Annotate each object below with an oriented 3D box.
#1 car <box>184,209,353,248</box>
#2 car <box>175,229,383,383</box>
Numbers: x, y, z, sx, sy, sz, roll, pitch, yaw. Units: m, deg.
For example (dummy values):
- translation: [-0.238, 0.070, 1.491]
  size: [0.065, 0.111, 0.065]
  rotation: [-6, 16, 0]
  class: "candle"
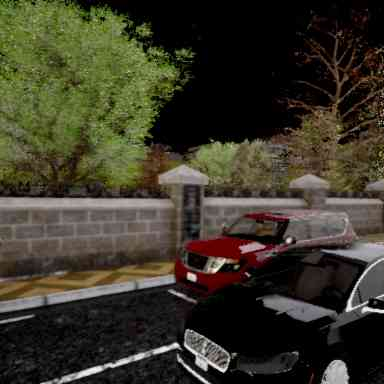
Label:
- translation: [2.050, 1.383, 8.009]
  size: [5.009, 1.841, 2.192]
  rotation: [1, 0, -35]
  class: "car"
- translation: [2.077, 1.553, 4.860]
  size: [4.892, 1.490, 1.837]
  rotation: [1, 0, -35]
  class: "car"
